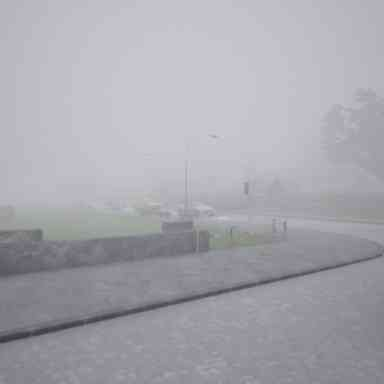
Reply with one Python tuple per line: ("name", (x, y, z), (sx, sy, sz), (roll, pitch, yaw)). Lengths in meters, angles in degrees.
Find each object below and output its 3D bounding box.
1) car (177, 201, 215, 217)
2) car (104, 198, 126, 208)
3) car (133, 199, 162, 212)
("car", (0.308, 1.655, 32.743), (1.812, 1.442, 4.674), (0, 0, -36))
("car", (-11.445, 1.622, 49.244), (2.128, 1.511, 4.902), (0, 0, -35))
("car", (-5.496, 1.607, 40.861), (1.882, 1.535, 5.008), (0, 0, -35))
